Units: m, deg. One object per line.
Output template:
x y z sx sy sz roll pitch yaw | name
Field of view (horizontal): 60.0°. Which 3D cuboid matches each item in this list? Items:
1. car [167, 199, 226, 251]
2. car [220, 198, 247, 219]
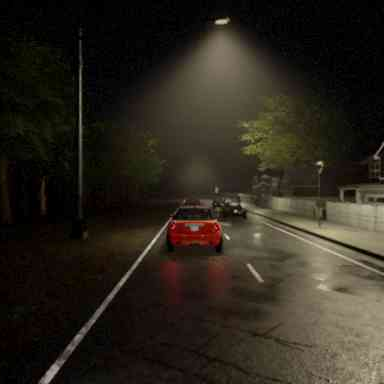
0.103 1.357 14.303 2.097 1.767 4.553 0 0 0 | car
3.574 1.538 29.087 1.994 1.385 4.181 0 0 0 | car
